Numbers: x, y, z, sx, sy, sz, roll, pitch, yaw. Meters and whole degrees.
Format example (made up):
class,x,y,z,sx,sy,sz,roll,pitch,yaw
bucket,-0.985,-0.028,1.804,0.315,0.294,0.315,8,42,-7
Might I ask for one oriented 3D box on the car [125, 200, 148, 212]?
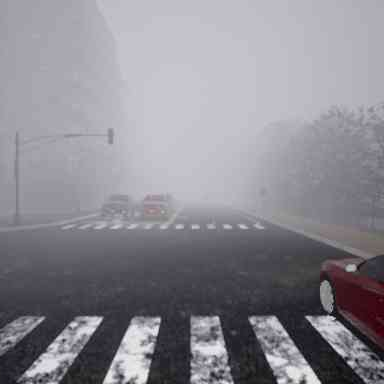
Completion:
class,x,y,z,sx,sy,sz,roll,pitch,yaw
car,-6.606,1.608,40.031,1.895,1.301,4.718,0,0,0

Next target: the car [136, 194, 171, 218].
class,x,y,z,sx,sy,sz,roll,pitch,yaw
car,-3.357,1.225,30.177,2.150,2.045,5.566,0,0,-1

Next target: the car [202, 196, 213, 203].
class,x,y,z,sx,sy,sz,roll,pitch,yaw
car,3.235,1.551,69.744,1.812,1.442,4.674,0,0,0

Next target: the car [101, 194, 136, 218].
class,x,y,z,sx,sy,sz,roll,pitch,yaw
car,-6.604,1.225,30.306,2.150,2.045,5.566,0,0,0

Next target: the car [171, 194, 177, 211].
class,x,y,z,sx,sy,sz,roll,pitch,yaw
car,-3.356,1.229,40.532,2.150,2.045,5.566,0,0,0

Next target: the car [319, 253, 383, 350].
class,x,y,z,sx,sy,sz,roll,pitch,yaw
car,3.351,1.477,4.391,1.882,1.535,5.008,0,0,0

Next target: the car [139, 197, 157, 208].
class,x,y,z,sx,sy,sz,roll,pitch,yaw
car,-6.593,1.561,50.408,2.033,1.411,5.357,0,0,0
